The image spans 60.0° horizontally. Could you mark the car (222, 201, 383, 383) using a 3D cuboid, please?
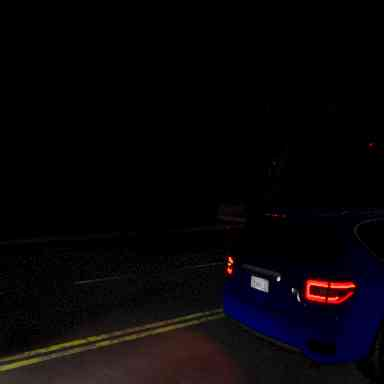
[{"bbox_3d":[3.083,1.221,5.546,5.566,2.045,2.150,0,0,-33],"label":"car"}]
